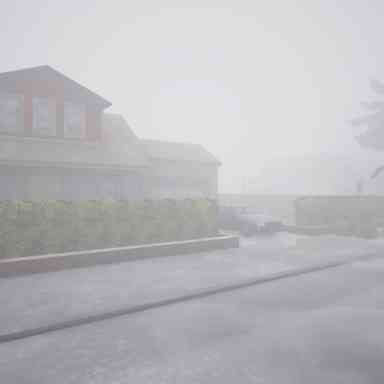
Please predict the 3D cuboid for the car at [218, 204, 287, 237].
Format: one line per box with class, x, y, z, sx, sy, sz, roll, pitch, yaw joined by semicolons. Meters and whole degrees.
car;2.261;1.356;17.010;2.033;1.415;5.357;0;0;-33
